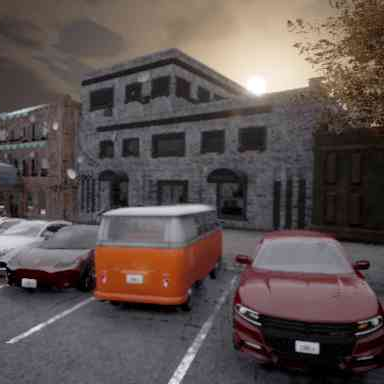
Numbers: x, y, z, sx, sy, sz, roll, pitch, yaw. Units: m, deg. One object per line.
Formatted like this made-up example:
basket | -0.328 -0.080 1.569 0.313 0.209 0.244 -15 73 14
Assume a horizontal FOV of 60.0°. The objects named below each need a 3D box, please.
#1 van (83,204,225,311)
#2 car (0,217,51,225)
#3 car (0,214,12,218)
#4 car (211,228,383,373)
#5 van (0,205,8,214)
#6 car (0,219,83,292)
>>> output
van | -0.427 1.294 7.891 1.878 1.987 4.442 -1 -1 15
car | -5.227 1.675 11.163 2.002 1.452 4.674 -1 -1 15
car | -7.626 1.752 12.860 2.002 1.452 4.674 -1 -2 15
car | 1.935 1.486 6.082 2.097 1.535 5.008 0 -1 15
van | -10.000 1.570 14.669 1.878 1.987 4.442 -2 -2 15
car | -2.853 1.597 9.442 2.163 1.488 4.792 -1 -1 15
